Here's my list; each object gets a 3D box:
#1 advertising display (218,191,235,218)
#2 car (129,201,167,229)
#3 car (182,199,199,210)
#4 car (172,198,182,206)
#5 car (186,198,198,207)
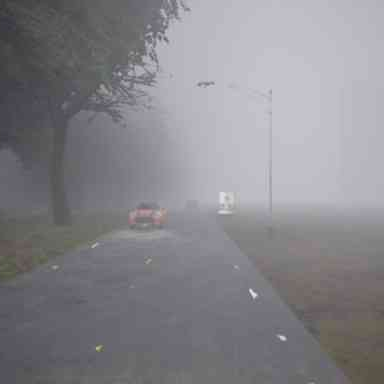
[{"bbox_3d":[3.141,1.119,30.341,1.540,2.440,0.280,1,0,0],"label":"advertising display"},{"bbox_3d":[-2.848,1.406,22.227,2.097,1.767,4.553,0,0,0],"label":"car"},{"bbox_3d":[0.055,1.737,45.175,2.033,1.411,5.357,0,0,0],"label":"car"},{"bbox_3d":[-2.759,1.874,64.146,2.033,1.411,5.357,0,0,0],"label":"car"},{"bbox_3d":[0.004,1.851,58.834,1.994,1.385,4.181,0,0,0],"label":"car"}]
